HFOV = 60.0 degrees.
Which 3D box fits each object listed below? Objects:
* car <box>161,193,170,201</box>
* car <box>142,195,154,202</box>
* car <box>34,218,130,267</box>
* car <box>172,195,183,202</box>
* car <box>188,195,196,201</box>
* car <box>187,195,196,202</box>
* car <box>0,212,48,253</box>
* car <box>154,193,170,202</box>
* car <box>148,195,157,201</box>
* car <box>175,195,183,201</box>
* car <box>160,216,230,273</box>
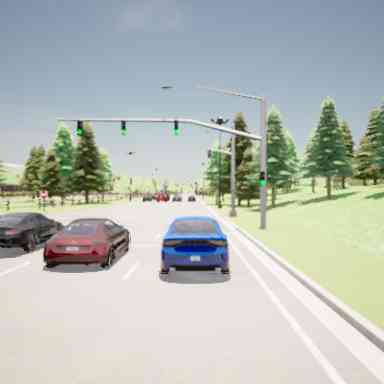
[{"bbox_3d":[-7.027,1.232,88.752,2.150,2.045,5.566,0,0,0],"label":"car"},{"bbox_3d":[-10.524,1.645,78.300,1.837,1.490,4.892,0,0,0],"label":"car"},{"bbox_3d":[-3.410,1.587,11.496,1.994,1.385,4.181,0,0,0],"label":"car"},{"bbox_3d":[-3.524,1.501,78.655,2.097,1.767,4.553,0,0,0],"label":"car"},{"bbox_3d":[-0.027,1.559,88.723,1.994,1.385,4.181,0,0,0],"label":"car"},{"bbox_3d":[-0.024,1.623,78.303,1.882,1.535,5.008,0,0,0],"label":"car"},{"bbox_3d":[-6.907,1.553,13.775,1.812,1.442,4.674,0,0,0],"label":"car"},{"bbox_3d":[-7.024,1.371,78.331,2.150,2.045,5.566,0,0,0],"label":"car"},{"bbox_3d":[-10.527,1.507,88.720,1.837,1.490,4.892,0,0,0],"label":"car"},{"bbox_3d":[-3.527,1.559,88.722,1.994,1.385,4.181,0,0,0],"label":"car"},{"bbox_3d":[0.089,1.499,10.740,1.882,1.535,5.008,0,0,0],"label":"car"}]
